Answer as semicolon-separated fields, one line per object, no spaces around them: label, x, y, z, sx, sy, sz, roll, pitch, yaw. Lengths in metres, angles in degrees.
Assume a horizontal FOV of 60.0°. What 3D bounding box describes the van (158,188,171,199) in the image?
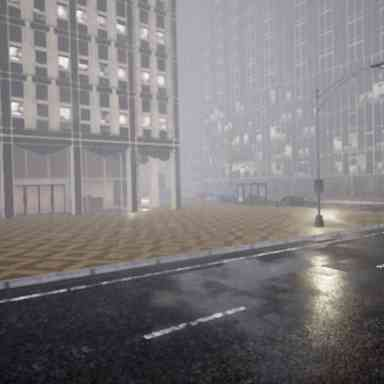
van;-4.465;0.502;59.384;1.690;1.788;3.998;-1;1;-35

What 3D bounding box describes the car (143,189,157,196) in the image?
car;-10.496;0.126;82.849;1.967;1.590;4.097;-1;1;-35

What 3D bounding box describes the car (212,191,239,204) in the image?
car;5.185;0.891;45.332;1.947;1.339;4.313;-1;1;-35

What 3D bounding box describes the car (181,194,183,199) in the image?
car;-3.686;0.656;62.975;1.895;1.301;4.718;-2;2;-34

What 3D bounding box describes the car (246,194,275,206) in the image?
car;8.368;0.962;40.623;1.802;1.307;4.206;-1;1;-35

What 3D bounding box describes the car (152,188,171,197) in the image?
car;-7.266;0.057;78.171;2.192;1.841;5.009;-1;1;-35

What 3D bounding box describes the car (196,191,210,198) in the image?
car;2.431;0.492;64.148;1.802;1.307;4.206;-1;1;-35

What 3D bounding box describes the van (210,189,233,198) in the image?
van;5.658;0.306;59.467;1.690;1.788;3.998;-1;1;-35

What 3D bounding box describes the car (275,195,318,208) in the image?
car;11.585;1.000;35.935;1.947;1.339;4.313;-1;1;-35

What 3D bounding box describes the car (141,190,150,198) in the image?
car;-10.925;0.600;68.739;2.008;1.369;4.403;-1;1;-35
